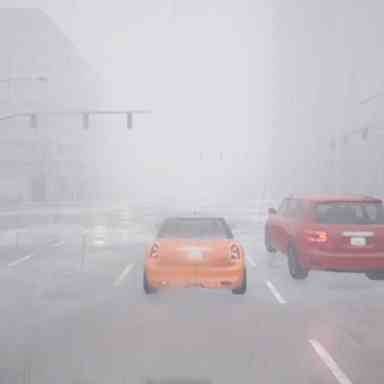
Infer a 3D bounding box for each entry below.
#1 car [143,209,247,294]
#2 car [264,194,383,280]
[{"bbox_3d":[0.078,1.210,8.549,2.097,1.767,4.553,0,1,1],"label":"car"},{"bbox_3d":[3.557,1.064,9.565,2.150,2.045,5.566,0,1,3],"label":"car"}]
